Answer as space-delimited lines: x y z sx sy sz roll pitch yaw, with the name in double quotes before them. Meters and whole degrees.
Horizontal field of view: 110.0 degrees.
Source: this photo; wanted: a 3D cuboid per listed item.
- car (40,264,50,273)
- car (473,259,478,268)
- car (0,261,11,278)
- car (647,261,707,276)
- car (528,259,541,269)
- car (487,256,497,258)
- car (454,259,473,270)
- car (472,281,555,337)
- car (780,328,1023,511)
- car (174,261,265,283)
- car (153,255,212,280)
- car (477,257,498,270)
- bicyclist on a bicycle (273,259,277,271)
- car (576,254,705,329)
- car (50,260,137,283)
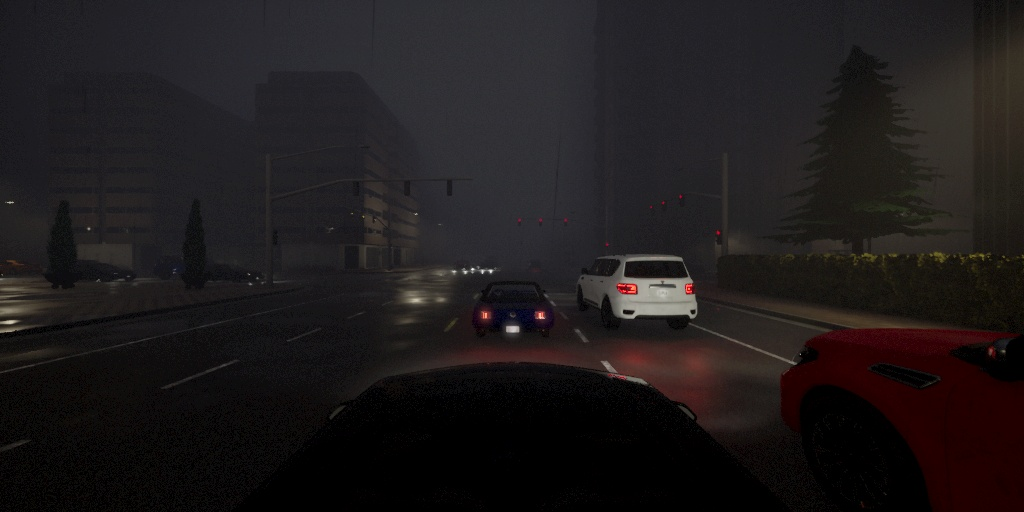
"car" -36.974 1.102 30.985 4.553 1.767 2.097 0 0 1
"car" -7.170 1.351 61.070 1.895 1.301 4.718 0 0 0
"car" -47.095 1.314 31.082 4.181 1.385 1.994 0 0 0
"car" 17.300 1.297 37.787 5.357 1.411 2.033 0 0 2
"car" 3.474 1.254 55.941 1.837 1.490 4.892 0 0 0
"car" -3.655 0.971 64.703 2.150 2.045 5.566 0 0 0
"car" -7.163 1.228 51.739 1.882 1.535 5.008 0 0 0
"car" 0.043 1.351 10.233 1.895 1.301 4.718 0 0 0
"car" 3.601 0.971 0.984 2.150 2.045 5.566 0 0 0
"car" -22.008 1.297 27.331 5.357 1.411 2.033 0 0 1
"car" -27.505 0.972 30.902 5.566 2.045 2.150 0 0 0
"car" -3.659 1.314 53.982 1.994 1.385 4.181 0 0 0
"bicyclist on a bicycle" -28.701 1.051 42.895 0.582 1.620 1.656 0 0 0
"car" 3.573 0.971 11.362 2.150 2.045 5.566 0 0 -2
"car" -31.658 1.276 27.438 4.674 1.442 1.812 0 0 0
